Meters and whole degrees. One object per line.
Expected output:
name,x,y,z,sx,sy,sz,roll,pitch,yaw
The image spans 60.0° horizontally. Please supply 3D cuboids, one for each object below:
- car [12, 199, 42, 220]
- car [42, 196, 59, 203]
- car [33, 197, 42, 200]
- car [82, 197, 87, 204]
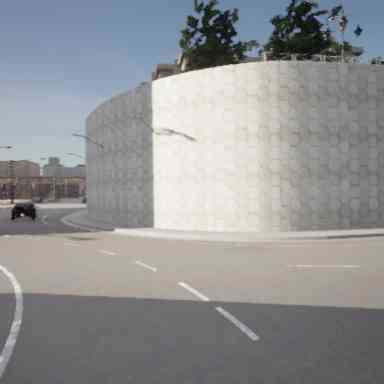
car,-15.271,1.706,30.587,1.837,1.490,4.892,-2,0,-21
car,-34.152,1.778,81.319,2.097,1.767,4.553,-1,0,-7
car,-37.615,1.978,80.834,1.837,1.490,4.892,-1,0,-7
car,-22.251,1.760,71.342,1.837,1.490,4.892,-1,0,-7
